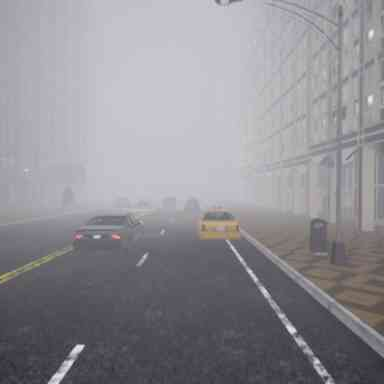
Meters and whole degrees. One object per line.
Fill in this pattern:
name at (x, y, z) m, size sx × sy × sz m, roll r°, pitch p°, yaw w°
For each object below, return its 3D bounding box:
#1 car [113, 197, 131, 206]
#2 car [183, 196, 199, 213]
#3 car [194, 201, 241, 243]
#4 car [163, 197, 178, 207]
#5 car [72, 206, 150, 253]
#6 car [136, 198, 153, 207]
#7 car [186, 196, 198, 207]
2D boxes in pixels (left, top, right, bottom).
car at (-9.833, 1.463, 46.813) m, size 1.812 × 1.442 × 4.674 m, roll 0°, pitch 0°, yaw 0°
car at (0.024, 1.502, 36.608) m, size 2.033 × 1.411 × 5.357 m, roll 0°, pitch 0°, yaw 1°
car at (1.137, 1.438, 15.764) m, size 1.801 × 1.575 × 5.366 m, roll 0°, pitch 0°, yaw 0°
car at (-3.152, 1.413, 48.533) m, size 1.882 × 1.535 × 5.008 m, roll 0°, pitch 0°, yaw 0°
car at (-3.150, 1.533, 13.524) m, size 2.033 × 1.411 × 5.357 m, roll 0°, pitch 0°, yaw 0°
car at (-6.586, 1.540, 46.165) m, size 1.895 × 1.301 × 4.718 m, roll 0°, pitch 0°, yaw 0°
car at (0.009, 1.437, 50.891) m, size 1.837 × 1.490 × 4.892 m, roll 0°, pitch 0°, yaw 0°
